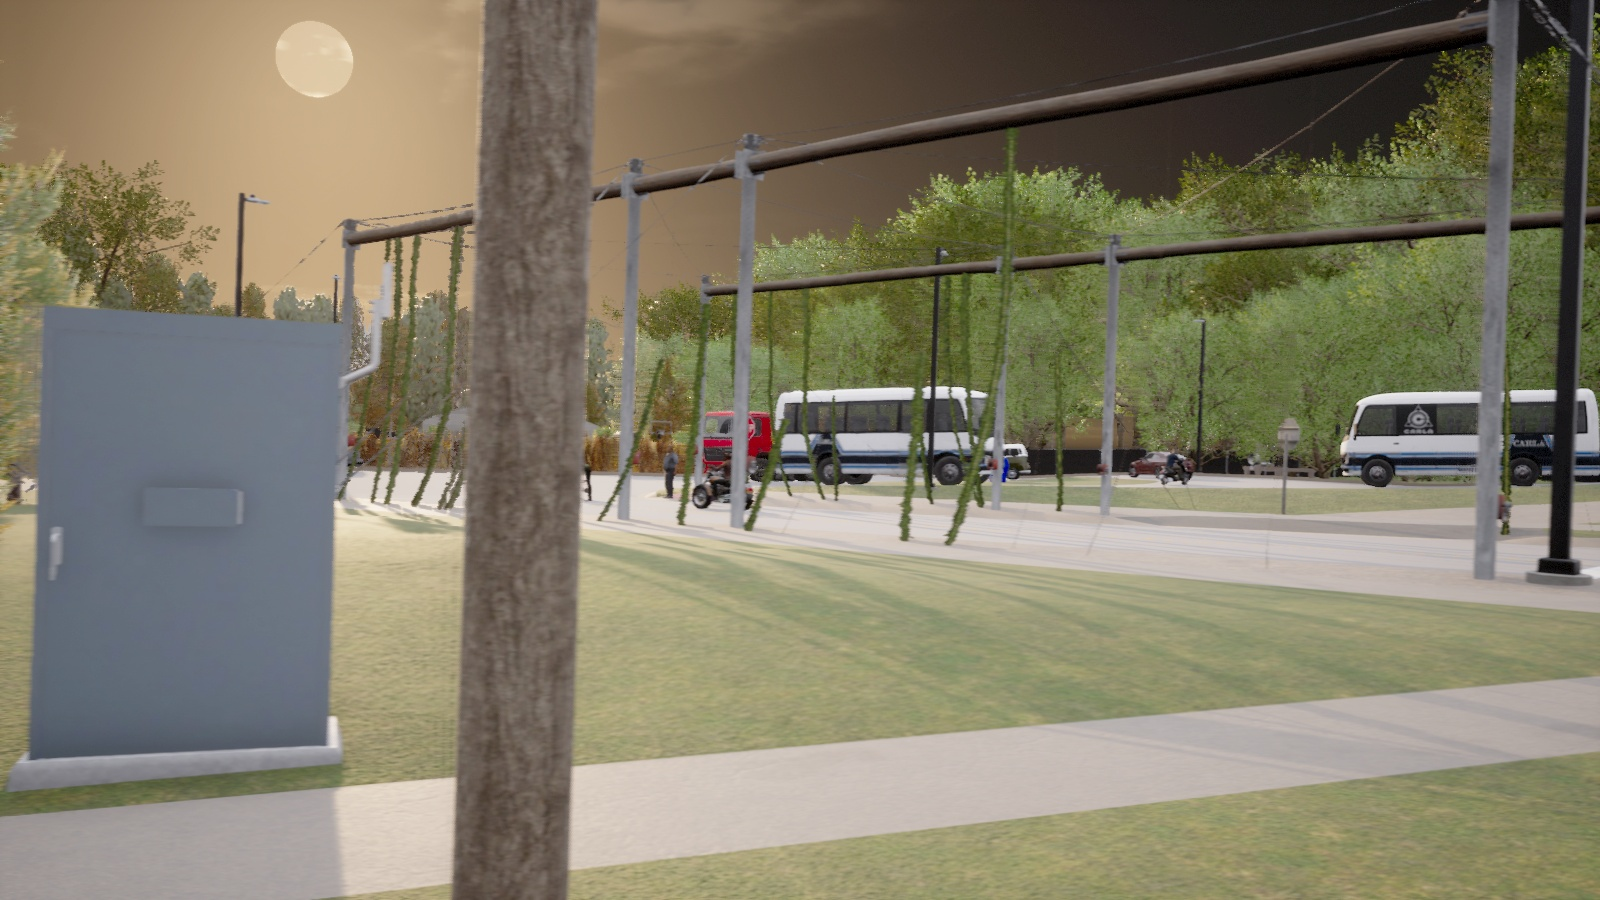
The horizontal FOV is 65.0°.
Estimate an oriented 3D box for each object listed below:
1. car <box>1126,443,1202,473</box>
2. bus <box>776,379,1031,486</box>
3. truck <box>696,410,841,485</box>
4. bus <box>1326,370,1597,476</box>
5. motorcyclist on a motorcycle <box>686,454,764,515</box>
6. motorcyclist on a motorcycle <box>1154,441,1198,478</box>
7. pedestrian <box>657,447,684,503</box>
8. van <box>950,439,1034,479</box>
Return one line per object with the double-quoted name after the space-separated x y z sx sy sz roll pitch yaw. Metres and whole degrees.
18.890 0.393 65.376 1.812 1.442 4.674 -2 0 -11 "car"
4.416 -0.638 54.664 10.273 4.253 3.944 -1 0 31 "bus"
-1.424 -0.106 62.003 2.891 3.462 7.936 0 0 37 "truck"
29.116 -1.083 56.031 10.273 4.253 3.944 -2 0 22 "bus"
-2.095 0.935 34.780 2.350 1.649 0.766 -1 -1 44 "motorcyclist on a motorcycle"
16.532 0.425 55.197 1.817 1.590 0.866 -1 0 -33 "motorcyclist on a motorcycle"
-4.383 0.838 42.499 0.694 1.848 0.540 1 1 -36 "pedestrian"
11.006 0.511 71.922 4.480 2.038 2.069 -3 -1 15 "van"
